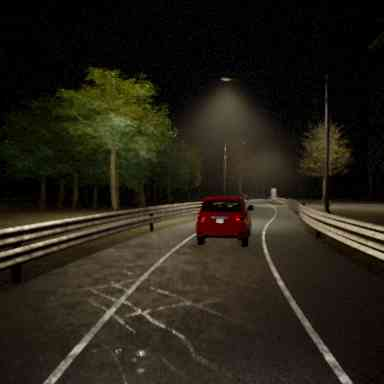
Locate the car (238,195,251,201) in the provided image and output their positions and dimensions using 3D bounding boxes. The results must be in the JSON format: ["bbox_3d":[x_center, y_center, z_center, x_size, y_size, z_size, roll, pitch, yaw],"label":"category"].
[{"bbox_3d":[12.895,1.478,82.181,2.128,1.511,4.902,0,0,-3],"label":"car"}]

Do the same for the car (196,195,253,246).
[{"bbox_3d":[1.624,1.227,15.601,2.150,2.045,5.566,0,0,11],"label":"car"}]
